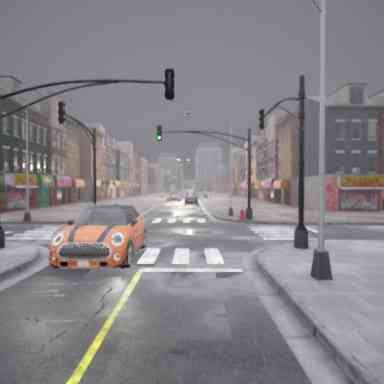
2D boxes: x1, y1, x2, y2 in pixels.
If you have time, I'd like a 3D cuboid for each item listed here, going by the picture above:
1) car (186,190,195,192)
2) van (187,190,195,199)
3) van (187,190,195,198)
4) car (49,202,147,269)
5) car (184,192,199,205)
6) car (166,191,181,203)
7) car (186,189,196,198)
[{"bbox_3d":[-0.120,0.884,48.946,1.752,1.417,4.829,0,1,0],"label":"car"},{"bbox_3d":[-0.213,0.489,65.589,1.690,1.788,3.998,0,1,0],"label":"van"},{"bbox_3d":[-0.244,0.420,71.194,1.690,1.788,3.998,0,1,0],"label":"van"},{"bbox_3d":[-2.735,1.210,10.646,2.097,1.767,4.553,0,1,0],"label":"car"},{"bbox_3d":[-0.088,1.000,43.172,1.947,1.339,4.313,0,1,0],"label":"car"},{"bbox_3d":[-2.764,0.665,50.696,2.097,1.767,4.553,0,1,0],"label":"car"},{"bbox_3d":[-0.275,0.325,76.799,2.192,1.841,5.009,0,1,0],"label":"car"}]
